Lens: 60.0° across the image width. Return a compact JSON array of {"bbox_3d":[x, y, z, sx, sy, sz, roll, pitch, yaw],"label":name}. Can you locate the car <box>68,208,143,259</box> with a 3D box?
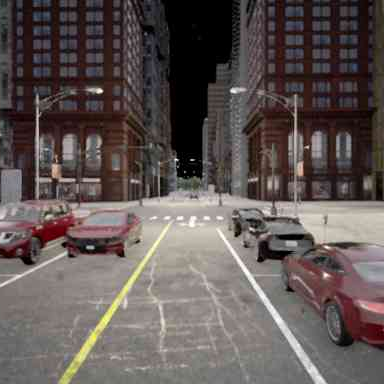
[{"bbox_3d":[-3.081,1.415,12.600,1.882,1.535,5.008,0,0,0],"label":"car"}]

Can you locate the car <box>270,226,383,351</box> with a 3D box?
[{"bbox_3d":[2.856,1.552,6.002,1.802,1.307,4.206,0,0,0],"label":"car"}]

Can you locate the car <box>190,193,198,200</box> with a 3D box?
[{"bbox_3d":[0.537,1.024,85.391,2.097,1.767,4.553,0,0,1],"label":"car"}]

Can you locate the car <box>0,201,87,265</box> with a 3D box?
[{"bbox_3d":[-5.669,1.257,11.643,2.192,1.841,5.009,0,0,0],"label":"car"}]

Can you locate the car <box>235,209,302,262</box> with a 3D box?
[{"bbox_3d":[2.857,1.508,11.641,1.947,1.339,4.313,0,0,0],"label":"car"}]

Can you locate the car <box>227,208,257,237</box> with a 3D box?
[{"bbox_3d":[2.857,1.484,17.281,1.947,1.339,4.313,0,0,0],"label":"car"}]

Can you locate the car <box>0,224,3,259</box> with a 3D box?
[{"bbox_3d":[-5.669,1.535,6.006,1.947,1.339,4.313,0,0,0],"label":"car"}]

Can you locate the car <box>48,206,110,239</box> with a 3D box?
[{"bbox_3d":[-5.668,1.499,17.284,1.802,1.307,4.206,0,0,0],"label":"car"}]
